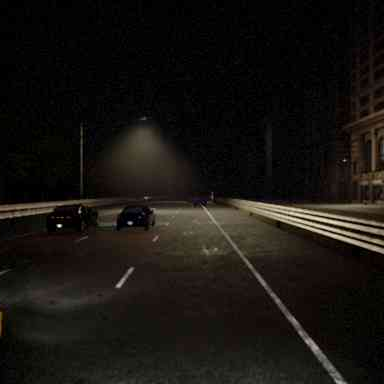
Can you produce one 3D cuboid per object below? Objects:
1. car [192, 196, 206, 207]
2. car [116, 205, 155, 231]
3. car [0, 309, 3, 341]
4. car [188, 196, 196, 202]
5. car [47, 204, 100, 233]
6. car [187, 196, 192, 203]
[{"bbox_3d":[1.249,1.601,52.740,1.812,1.442,4.674,0,0,0],"label":"car"},{"bbox_3d":[-3.391,1.526,20.513,1.812,1.442,4.674,0,0,0],"label":"car"},{"bbox_3d":[-3.400,1.472,2.347,1.882,1.535,5.008,0,0,0],"label":"car"},{"bbox_3d":[0.038,1.759,86.373,2.128,1.511,4.902,0,-1,0],"label":"car"},{"bbox_3d":[-6.892,1.504,19.708,1.837,1.490,4.892,0,0,0],"label":"car"},{"bbox_3d":[0.032,1.589,71.190,1.994,1.385,4.181,0,-1,0],"label":"car"}]
